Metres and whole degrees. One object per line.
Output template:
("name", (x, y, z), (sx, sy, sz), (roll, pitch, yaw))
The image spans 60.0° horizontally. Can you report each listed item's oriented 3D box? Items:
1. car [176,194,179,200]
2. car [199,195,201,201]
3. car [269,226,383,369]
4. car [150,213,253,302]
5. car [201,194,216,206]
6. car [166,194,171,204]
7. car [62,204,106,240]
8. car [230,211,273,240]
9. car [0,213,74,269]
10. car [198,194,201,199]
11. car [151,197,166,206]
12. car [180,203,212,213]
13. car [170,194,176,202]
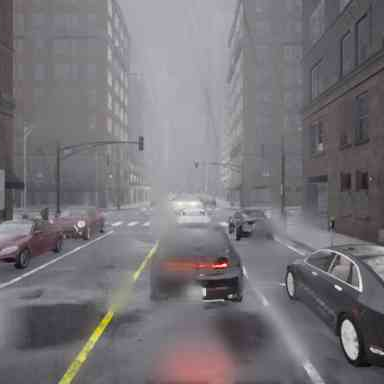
("car", (-5.593, 1.441, 91.531), (2.192, 1.841, 5.009), (0, 0, 0))
("car", (2.892, 1.595, 64.478), (2.008, 1.369, 4.403), (0, 0, 0))
("car", (2.854, 1.550, 5.567), (2.008, 1.369, 4.403), (0, 0, 0))
("car", (0.096, 1.503, 8.234), (1.837, 1.490, 4.892), (0, 0, 0))
("car", (2.875, 1.467, 53.660), (1.967, 1.590, 4.097), (0, 0, 0))
("car", (-5.633, 1.595, 64.488), (2.008, 1.369, 4.403), (0, 0, 0))
("car", (-5.675, 1.438, 16.568), (1.967, 1.590, 4.097), (0, 0, 0))
("car", (2.851, 1.564, 16.570), (1.947, 1.339, 4.313), (0, 0, 0))
("car", (-5.673, 1.580, 11.067), (1.802, 1.307, 4.206), (0, 0, 0))
("car", (2.908, 1.511, 75.296), (1.967, 1.590, 4.097), (0, 0, 0))
("car", (-5.650, 1.608, 53.671), (1.802, 1.307, 4.206), (0, 0, 0))
("car", (0.078, 1.523, 17.382), (1.812, 1.442, 4.674), (0, 0, -1))
("car", (-5.609, 1.612, 80.543), (1.752, 1.417, 4.829), (0, 0, 0))
